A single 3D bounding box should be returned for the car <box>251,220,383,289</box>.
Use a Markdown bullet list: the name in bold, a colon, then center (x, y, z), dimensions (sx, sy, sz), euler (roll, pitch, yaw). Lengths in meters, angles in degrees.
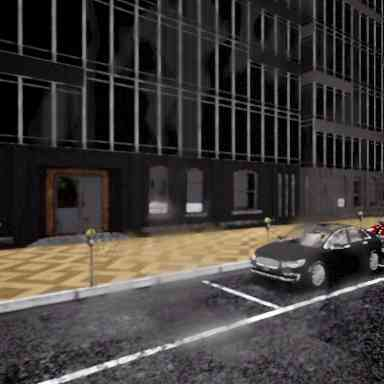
- **car**: center (3.520, 1.555, 9.072), dimensions (4.403, 1.369, 2.008), euler (0, 0, -36)
